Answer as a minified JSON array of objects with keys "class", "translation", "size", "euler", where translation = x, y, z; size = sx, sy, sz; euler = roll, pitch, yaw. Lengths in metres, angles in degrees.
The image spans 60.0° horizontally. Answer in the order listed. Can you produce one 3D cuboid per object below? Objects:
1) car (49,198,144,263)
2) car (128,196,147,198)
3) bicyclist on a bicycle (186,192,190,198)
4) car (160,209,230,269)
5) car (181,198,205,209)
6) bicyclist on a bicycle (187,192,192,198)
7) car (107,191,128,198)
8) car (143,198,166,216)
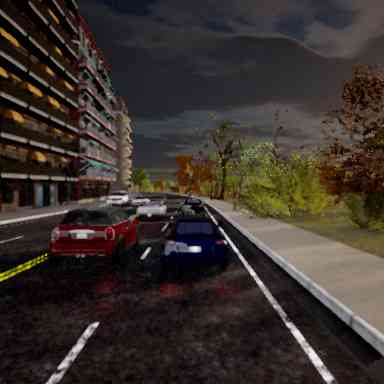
[{"class":"car","translation":[-3.165,1.263,11.708],"size":[2.097,1.767,4.553],"euler":[0,0,0]},{"class":"car","translation":[-6.647,1.208,43.045],"size":[1.812,1.442,4.674],"euler":[0,0,-1]},{"class":"bicyclist on a bicycle","translation":[-1.020,0.795,86.218],"size":[0.866,1.612,1.509],"euler":[0,0,-4]},{"class":"car","translation":[0.084,1.481,10.900],"size":[1.994,1.385,4.181],"euler":[0,0,0]},{"class":"car","translation":[0.101,1.279,28.490],"size":[2.128,1.511,4.902],"euler":[0,0,0]},{"class":"bicyclist on a bicycle","translation":[-0.401,0.797,77.161],"size":[0.659,1.776,1.843],"euler":[0,1,-4]},{"class":"car","translation":[-9.910,0.895,44.721],"size":[2.150,2.045,5.566],"euler":[0,0,-1]},{"class":"car","translation":[-3.153,1.399,26.948],"size":[1.895,1.301,4.718],"euler":[0,0,0]}]
